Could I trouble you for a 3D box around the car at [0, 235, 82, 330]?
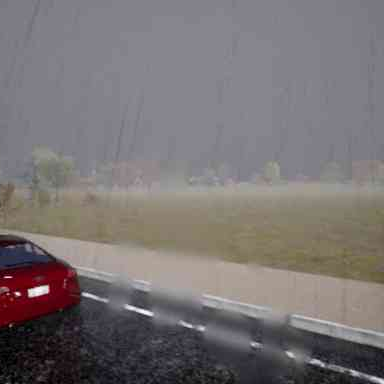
[{"bbox_3d":[-4.068,1.550,6.510,4.181,1.385,1.994,0,0,36],"label":"car"}]
